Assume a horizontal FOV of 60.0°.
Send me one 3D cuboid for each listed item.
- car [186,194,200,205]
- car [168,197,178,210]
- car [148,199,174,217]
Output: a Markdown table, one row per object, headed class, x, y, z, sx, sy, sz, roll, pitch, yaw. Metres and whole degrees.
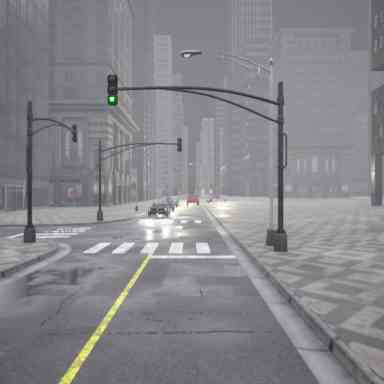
| class | x | y | z | sx | sy | sz | roll | pitch | yaw |
| --- | --- | --- | --- | --- | --- | --- | --- | --- | --- |
| car | 0.139 | 1.294 | 58.993 | 2.150 | 2.045 | 5.566 | 0 | 0 | 0 |
| car | -3.075 | 1.645 | 41.263 | 1.895 | 1.301 | 4.718 | 0 | 0 | 0 |
| car | -3.080 | 1.633 | 31.919 | 1.895 | 1.301 | 4.718 | 0 | 0 | 0 |
